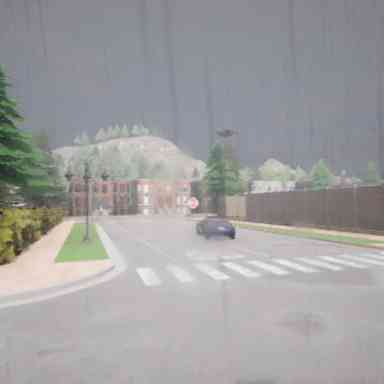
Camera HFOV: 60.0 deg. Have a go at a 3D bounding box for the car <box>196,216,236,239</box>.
[{"bbox_3d":[1.527,2.328,22.487,1.994,1.385,4.181,0,-2,-9],"label":"car"}]
